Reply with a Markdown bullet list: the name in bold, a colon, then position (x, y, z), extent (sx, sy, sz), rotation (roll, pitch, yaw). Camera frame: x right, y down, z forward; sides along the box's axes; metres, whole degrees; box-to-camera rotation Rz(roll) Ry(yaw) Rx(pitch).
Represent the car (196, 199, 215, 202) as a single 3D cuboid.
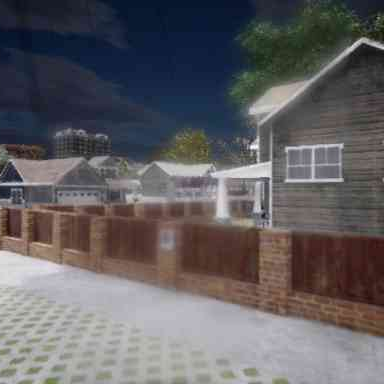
- **car**: position (1.463, 1.599, 41.147), extent (1.837, 1.490, 4.892), rotation (0, 0, 36)
